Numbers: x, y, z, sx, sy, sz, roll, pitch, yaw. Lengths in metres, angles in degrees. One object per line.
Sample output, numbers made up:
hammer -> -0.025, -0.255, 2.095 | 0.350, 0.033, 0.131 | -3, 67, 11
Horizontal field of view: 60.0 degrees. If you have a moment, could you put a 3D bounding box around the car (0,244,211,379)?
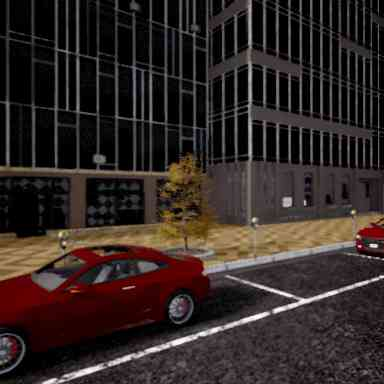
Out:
car -> -1.585, 1.573, 5.424 | 4.206, 1.307, 1.802 | 0, 0, -35

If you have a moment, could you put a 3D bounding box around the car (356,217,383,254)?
car -> 7.689, 1.474, 12.028 | 4.507, 1.381, 1.887 | 0, 0, -35
